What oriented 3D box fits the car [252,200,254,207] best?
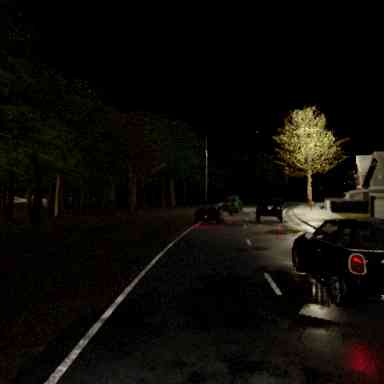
[{"bbox_3d":[12.106,1.680,59.016,2.097,1.767,4.553,0,0,23],"label":"car"}]

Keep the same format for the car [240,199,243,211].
[{"bbox_3d":[5.134,1.467,42.295,2.150,2.045,5.566,0,0,16],"label":"car"}]

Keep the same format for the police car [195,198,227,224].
[{"bbox_3d":[1.483,1.592,26.879,1.930,1.638,5.238,0,0,10],"label":"police car"}]

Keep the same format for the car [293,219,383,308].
[{"bbox_3d":[3.982,1.426,8.208,2.097,1.767,4.553,0,0,3],"label":"car"}]

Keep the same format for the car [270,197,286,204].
[{"bbox_3d":[18.901,1.877,73.111,2.128,1.511,4.902,0,-1,29],"label":"car"}]

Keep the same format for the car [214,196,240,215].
[{"bbox_3d":[3.574,1.438,36.530,2.150,2.045,5.566,0,0,14],"label":"car"}]

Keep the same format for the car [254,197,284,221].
[{"bbox_3d":[6.774,1.408,29.308,2.150,2.045,5.566,0,0,12],"label":"car"}]
